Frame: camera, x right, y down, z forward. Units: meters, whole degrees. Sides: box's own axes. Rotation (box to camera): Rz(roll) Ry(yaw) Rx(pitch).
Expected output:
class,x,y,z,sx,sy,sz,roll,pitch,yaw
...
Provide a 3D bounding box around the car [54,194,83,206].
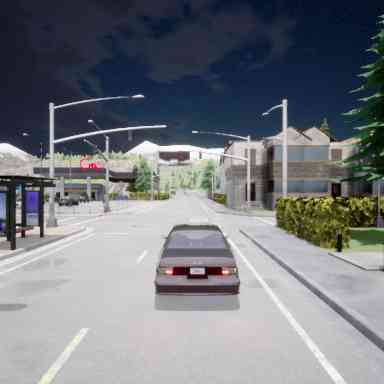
class,x,y,z,sx,sy,sz,roll,pitch,yaw
car,-18.896,1.490,51.033,2.007,1.523,4.514,0,0,0

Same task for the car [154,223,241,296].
class,x,y,z,sx,sy,sz,roll,pitch,yaw
car,0.105,1.547,8.828,2.033,1.411,5.357,0,0,0

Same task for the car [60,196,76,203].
class,x,y,z,sx,sy,sz,roll,pitch,yaw
car,-25.916,1.552,69.508,1.970,1.475,3.806,0,0,0

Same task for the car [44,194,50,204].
class,x,y,z,sx,sy,sz,roll,pitch,yaw
car,-25.859,1.289,61.029,1.932,1.855,4.605,0,0,0

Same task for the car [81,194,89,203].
class,x,y,z,sx,sy,sz,roll,pitch,yaw
car,-22.590,1.268,68.904,1.905,1.878,3.866,0,0,0
